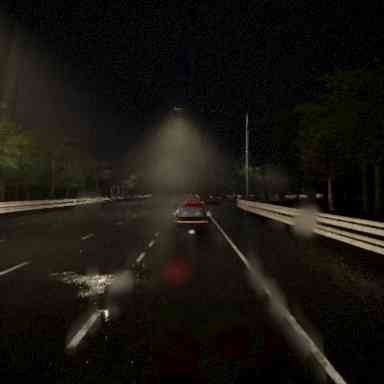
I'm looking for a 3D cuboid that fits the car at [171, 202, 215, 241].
[{"bbox_3d":[-0.024,1.492,16.579,2.128,1.511,4.902,0,0,0],"label":"car"}]

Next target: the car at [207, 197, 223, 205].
[{"bbox_3d":[3.921,1.563,56.906,1.994,1.385,4.181,0,0,18],"label":"car"}]

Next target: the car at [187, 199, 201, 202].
[{"bbox_3d":[0.258,1.495,37.275,1.882,1.535,5.008,0,0,4],"label":"car"}]

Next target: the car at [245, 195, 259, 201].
[{"bbox_3d":[14.388,1.503,79.012,2.033,1.411,5.357,0,0,35],"label":"car"}]
